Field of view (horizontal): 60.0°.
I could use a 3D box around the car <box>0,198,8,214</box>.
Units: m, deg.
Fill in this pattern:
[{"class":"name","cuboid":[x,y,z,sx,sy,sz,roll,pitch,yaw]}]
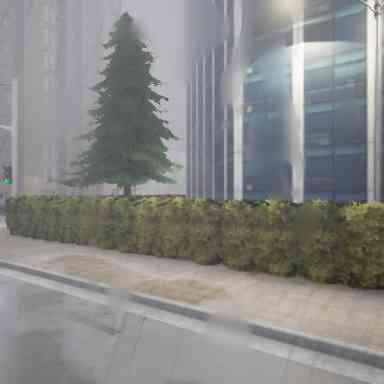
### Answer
[{"class":"car","cuboid":[-18.823,1.356,32.053,2.097,1.767,4.553,0,0,36]}]
